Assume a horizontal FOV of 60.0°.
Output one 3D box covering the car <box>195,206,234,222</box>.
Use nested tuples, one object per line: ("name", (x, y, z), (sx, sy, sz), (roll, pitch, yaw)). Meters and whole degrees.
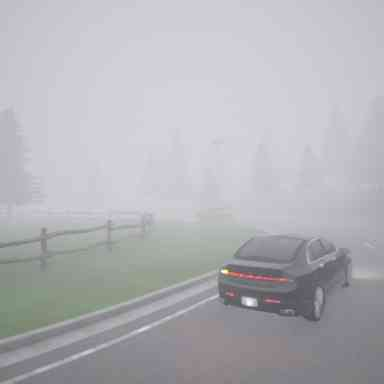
("car", (2.442, 2.403, 37.091), (4.553, 1.767, 2.097), (-3, -2, 45))

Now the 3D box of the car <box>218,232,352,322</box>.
("car", (2.403, 1.702, 7.813), (1.837, 1.490, 4.892), (-2, -2, 35))

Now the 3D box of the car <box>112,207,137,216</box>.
("car", (-12.150, 3.438, 59.551), (5.008, 1.535, 1.882), (-2, -2, 33))
